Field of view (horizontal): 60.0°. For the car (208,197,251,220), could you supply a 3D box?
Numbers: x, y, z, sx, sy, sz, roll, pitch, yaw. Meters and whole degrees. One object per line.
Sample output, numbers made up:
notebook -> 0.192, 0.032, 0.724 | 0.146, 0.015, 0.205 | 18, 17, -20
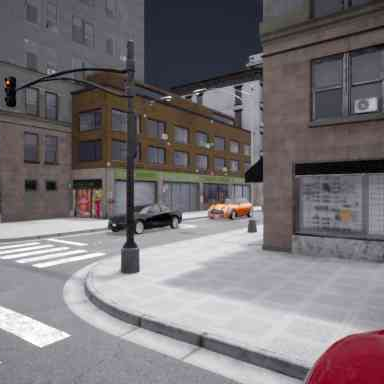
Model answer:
car -> 3.154, 1.240, 26.976 | 2.097, 1.767, 4.553 | 0, 0, 35

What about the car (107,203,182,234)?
car -> -2.549, 1.408, 18.989 | 1.882, 1.535, 5.008 | 0, 0, 34

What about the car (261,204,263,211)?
car -> 9.034, 1.447, 35.199 | 1.895, 1.301, 4.718 | 0, 0, 36

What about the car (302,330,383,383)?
car -> 2.745, 1.315, 0.843 | 5.009, 1.841, 2.192 | 0, 0, 36
